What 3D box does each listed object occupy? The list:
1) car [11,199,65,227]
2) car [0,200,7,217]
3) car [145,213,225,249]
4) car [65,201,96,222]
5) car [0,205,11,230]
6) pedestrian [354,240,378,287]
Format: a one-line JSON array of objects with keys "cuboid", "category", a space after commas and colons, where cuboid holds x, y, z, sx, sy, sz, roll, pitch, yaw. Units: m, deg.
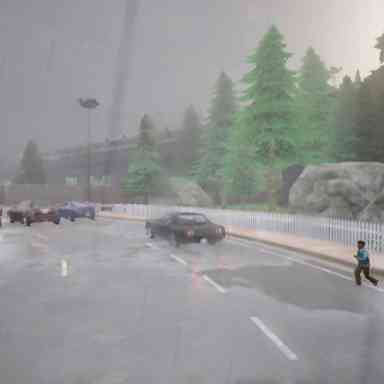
[{"cuboid": [-10.772, 1.278, 22.505, 2.097, 1.767, 4.553, 0, 0, -45], "category": "car"}, {"cuboid": [-18.533, 1.443, 29.609, 4.674, 1.442, 1.812, 0, 0, 36], "category": "car"}, {"cuboid": [-0.517, 1.551, 14.596, 1.895, 1.301, 4.718, 0, 0, -26], "category": "car"}, {"cuboid": [-9.094, 1.441, 25.582, 1.812, 1.442, 4.674, 0, 0, -44], "category": "car"}, {"cuboid": [-12.503, 1.429, 19.222, 2.128, 1.511, 4.902, 0, 0, -44], "category": "car"}, {"cuboid": [3.967, 1.647, 7.676, 0.500, 1.100, 0.500, 0, 0, -14], "category": "pedestrian"}]
